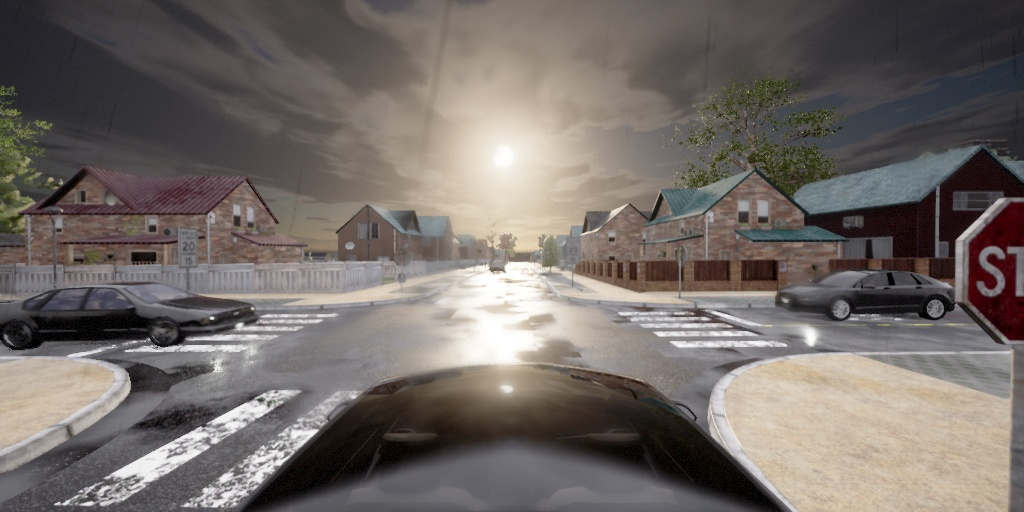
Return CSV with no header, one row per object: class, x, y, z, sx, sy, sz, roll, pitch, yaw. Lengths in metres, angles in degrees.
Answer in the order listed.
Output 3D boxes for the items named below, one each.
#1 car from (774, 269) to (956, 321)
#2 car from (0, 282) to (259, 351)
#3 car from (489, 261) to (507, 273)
car,11.201,1.183,11.540,4.892,1.490,1.837,0,1,-1
car,-9.418,1.350,8.720,5.357,1.411,2.033,0,1,-4
car,-1.715,1.326,44.392,1.837,1.490,4.892,0,0,1
